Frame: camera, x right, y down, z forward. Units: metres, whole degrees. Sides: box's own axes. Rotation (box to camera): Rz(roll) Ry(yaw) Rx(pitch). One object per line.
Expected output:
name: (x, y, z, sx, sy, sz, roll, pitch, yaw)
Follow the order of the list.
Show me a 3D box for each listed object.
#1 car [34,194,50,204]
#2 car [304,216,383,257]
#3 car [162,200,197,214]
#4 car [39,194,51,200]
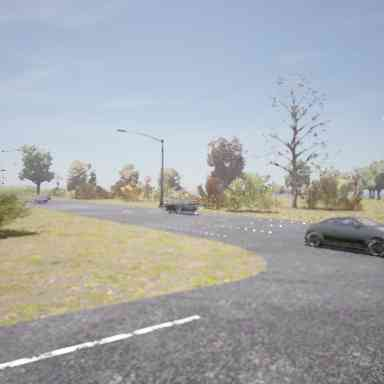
car: (-26.942, 1.370, 59.350, 2.033, 1.411, 5.357, 1, 0, -32)
car: (6.798, 1.703, 13.685, 1.994, 1.385, 4.181, 1, 0, -36)
car: (-1.442, 1.574, 36.431, 2.128, 1.511, 4.902, 1, 0, -37)
car: (-37.568, 1.229, 84.802, 1.812, 1.442, 4.674, 1, 0, -37)
